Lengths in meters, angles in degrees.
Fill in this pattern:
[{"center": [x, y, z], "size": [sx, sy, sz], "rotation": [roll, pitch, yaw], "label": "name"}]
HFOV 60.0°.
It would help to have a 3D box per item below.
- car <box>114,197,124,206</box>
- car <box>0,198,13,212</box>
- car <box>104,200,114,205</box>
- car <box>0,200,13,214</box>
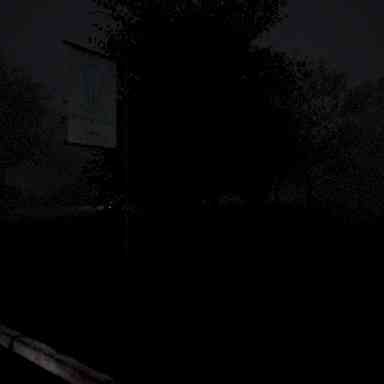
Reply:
[{"center": [-8.209, 1.179, 49.243], "size": [2.150, 2.045, 5.566], "rotation": [0, 0, 37], "label": "car"}, {"center": [-22.734, 1.501, 36.530], "size": [2.128, 1.511, 4.902], "rotation": [0, 0, 39], "label": "car"}, {"center": [-11.172, 1.465, 51.143], "size": [1.837, 1.490, 4.892], "rotation": [0, 0, 38], "label": "car"}, {"center": [-20.795, 1.609, 33.352], "size": [1.895, 1.301, 4.718], "rotation": [0, 0, 39], "label": "car"}]
